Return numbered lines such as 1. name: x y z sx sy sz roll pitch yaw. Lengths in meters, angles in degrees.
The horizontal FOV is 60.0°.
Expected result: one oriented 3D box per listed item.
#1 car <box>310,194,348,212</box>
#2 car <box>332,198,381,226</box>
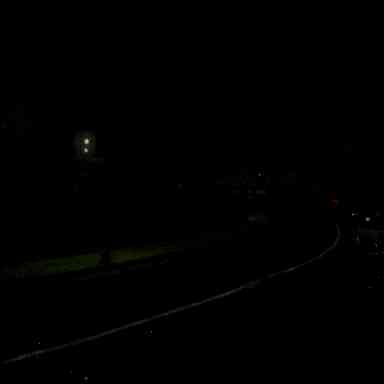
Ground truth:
1. car: 15.858 1.199 38.408 2.150 2.045 5.566 0 0 -8
2. car: 11.429 1.429 22.950 2.128 1.511 4.902 0 0 14
